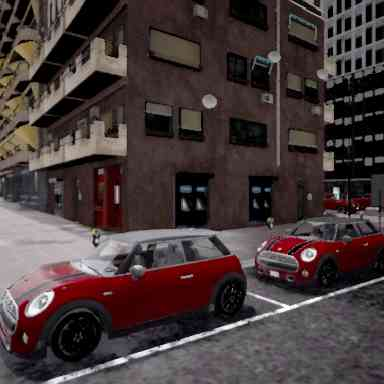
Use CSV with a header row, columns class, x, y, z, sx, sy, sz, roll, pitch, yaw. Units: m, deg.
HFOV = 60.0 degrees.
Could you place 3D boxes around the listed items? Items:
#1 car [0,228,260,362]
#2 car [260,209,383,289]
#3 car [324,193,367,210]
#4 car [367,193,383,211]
class,x,y,z,sx,sy,sz,roll,pitch,yaw
car,-1.025,1.438,5.827,4.097,1.590,1.967,0,0,-36
car,3.601,1.438,9.127,4.097,1.590,1.967,0,0,-35
car,12.477,1.010,30.038,2.192,1.841,5.009,2,0,-36
car,19.220,1.031,35.013,2.192,1.841,5.009,1,0,-36
